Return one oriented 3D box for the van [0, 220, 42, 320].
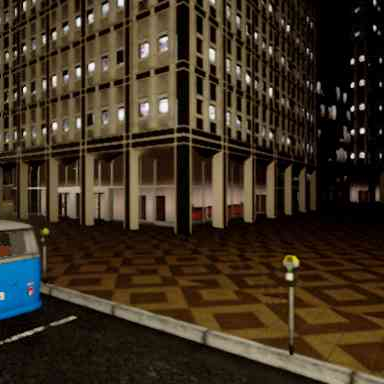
[{"bbox_3d":[-4.435,1.342,6.042,3.998,1.788,1.690,0,0,36],"label":"van"}]
